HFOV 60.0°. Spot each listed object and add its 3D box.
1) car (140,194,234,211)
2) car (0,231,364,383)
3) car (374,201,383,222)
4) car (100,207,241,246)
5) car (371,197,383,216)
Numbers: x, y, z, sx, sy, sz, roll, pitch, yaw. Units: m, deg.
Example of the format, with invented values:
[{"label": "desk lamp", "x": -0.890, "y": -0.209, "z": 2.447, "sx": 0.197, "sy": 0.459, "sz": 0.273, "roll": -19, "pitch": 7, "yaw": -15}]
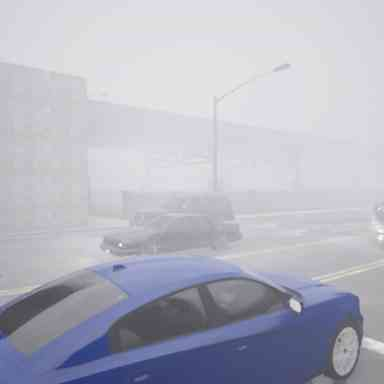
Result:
[{"label": "car", "x": -0.319, "y": 1.158, "z": 16.676, "sx": 5.566, "sy": 2.045, "sz": 2.150, "roll": 0, "pitch": 0, "yaw": -35}, {"label": "car", "x": -0.032, "y": 1.464, "z": 3.724, "sx": 5.008, "sy": 1.535, "sz": 1.882, "roll": 0, "pitch": 0, "yaw": -36}, {"label": "car", "x": 14.847, "y": 1.180, "z": 23.188, "sx": 4.553, "sy": 1.767, "sz": 2.097, "roll": 0, "pitch": 0, "yaw": -36}, {"label": "car", "x": -0.536, "y": 1.503, "z": 12.210, "sx": 5.357, "sy": 1.411, "sz": 2.033, "roll": 0, "pitch": 0, "yaw": -36}, {"label": "car", "x": 18.324, "y": 1.259, "z": 29.970, "sx": 5.008, "sy": 1.535, "sz": 1.882, "roll": 0, "pitch": 0, "yaw": -36}]
